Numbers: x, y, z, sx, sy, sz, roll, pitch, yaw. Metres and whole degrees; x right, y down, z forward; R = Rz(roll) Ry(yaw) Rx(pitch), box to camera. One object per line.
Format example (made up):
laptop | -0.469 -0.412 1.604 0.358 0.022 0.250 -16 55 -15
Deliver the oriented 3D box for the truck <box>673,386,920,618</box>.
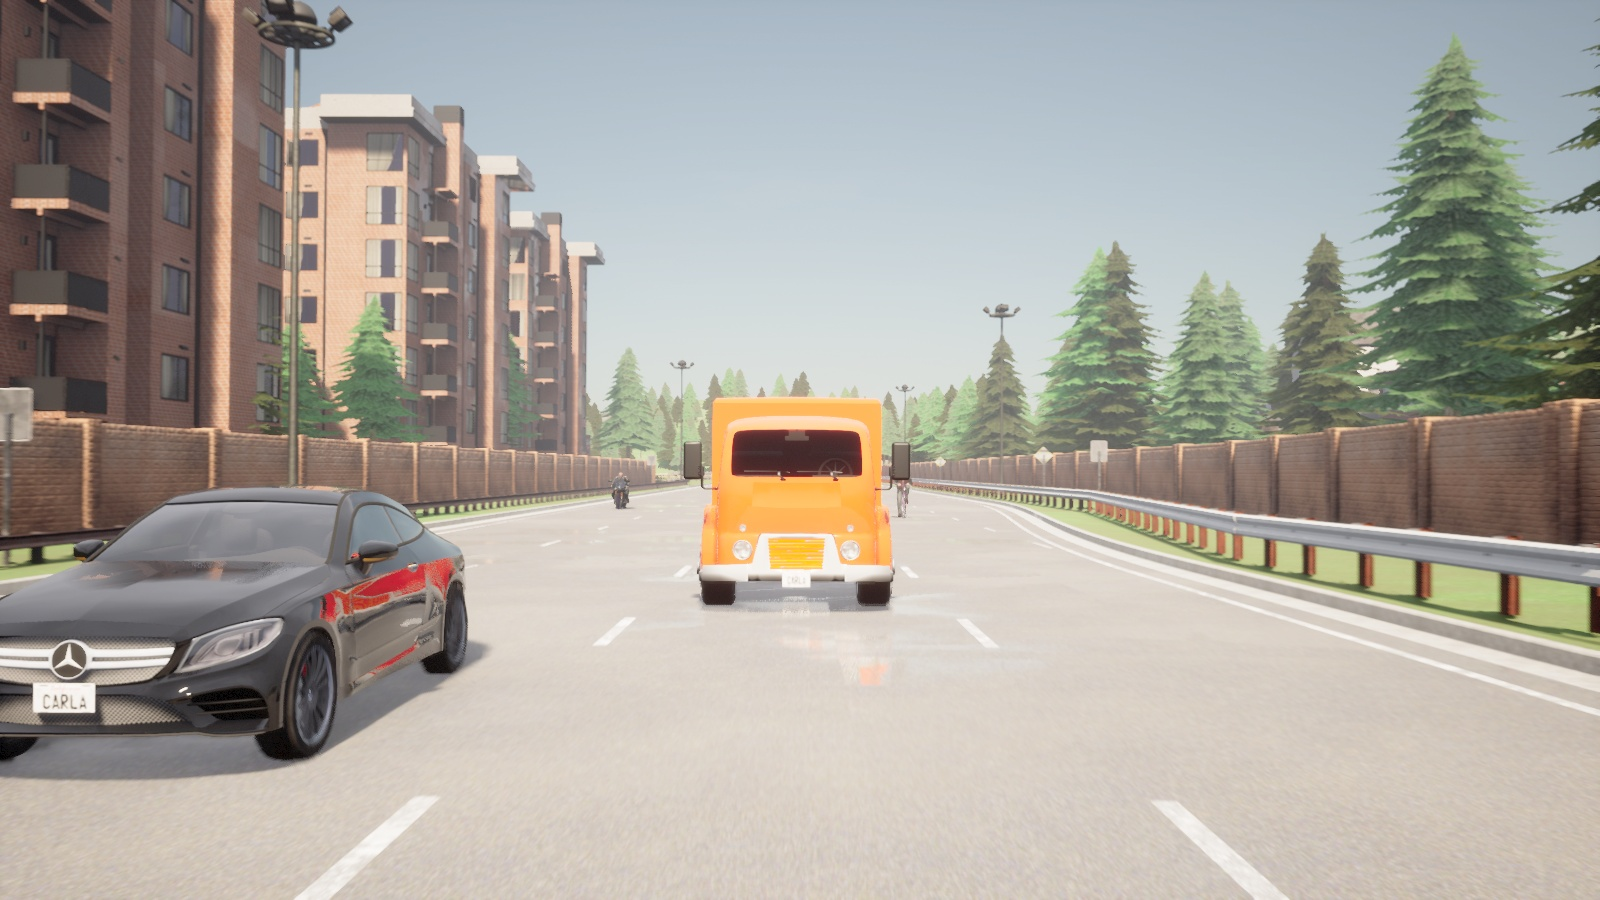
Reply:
truck | -0.041 0.596 16.013 2.627 2.467 5.204 0 -1 0

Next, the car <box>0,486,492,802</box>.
car | -3.514 0.994 8.324 1.812 1.442 4.674 0 -1 0

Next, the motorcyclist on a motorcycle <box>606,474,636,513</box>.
motorcyclist on a motorcycle | -7.122 1.715 50.078 0.866 1.530 2.191 0 -1 0
